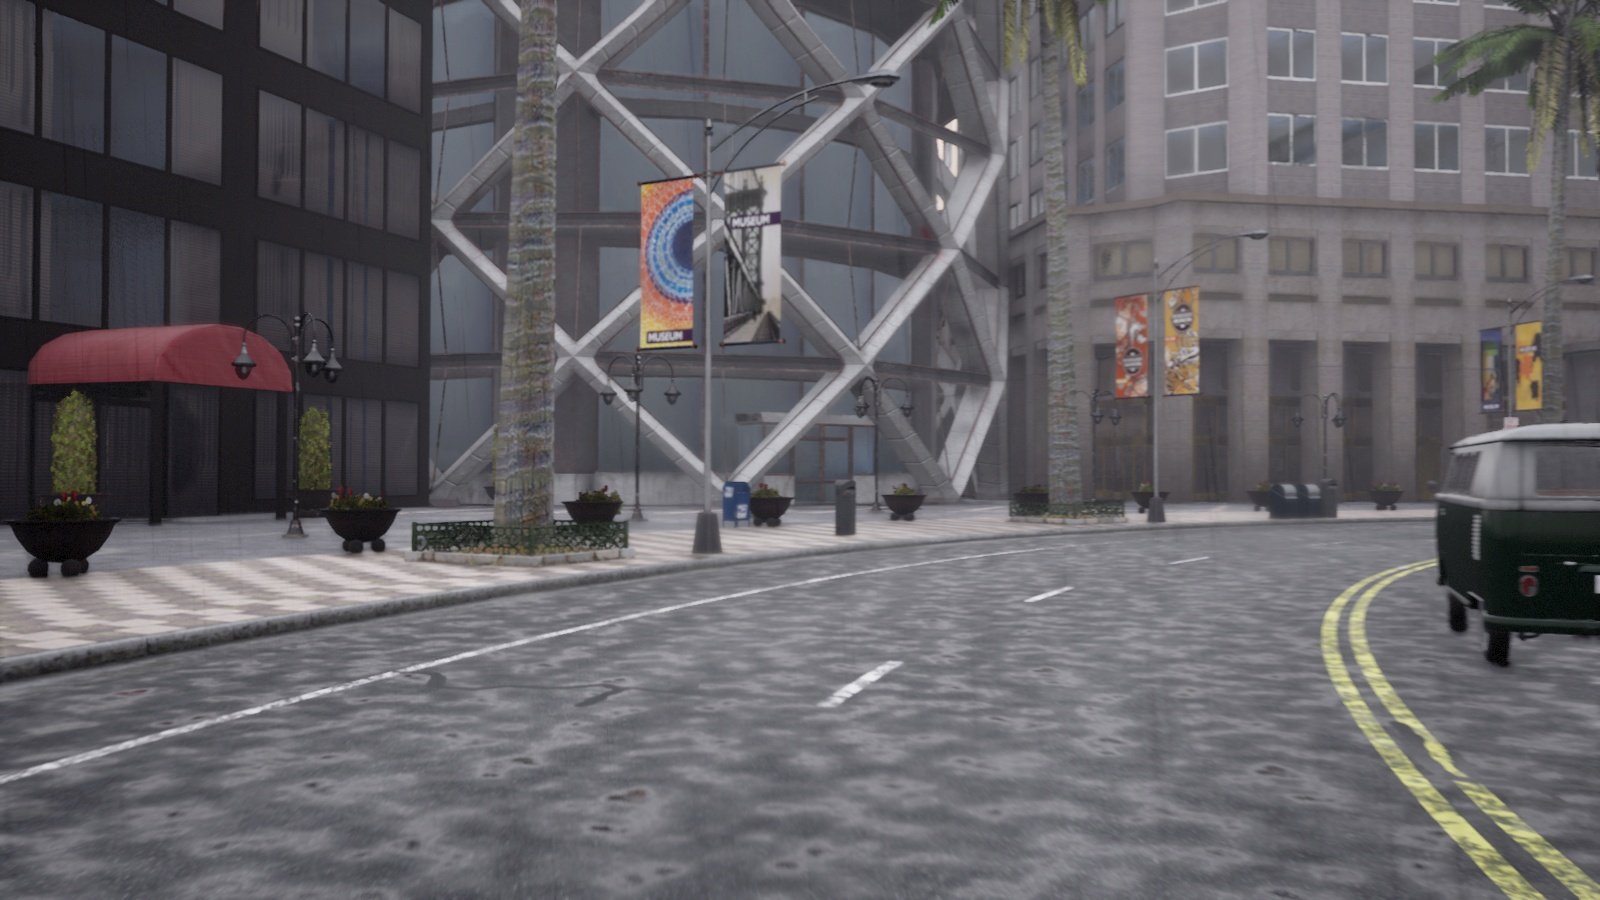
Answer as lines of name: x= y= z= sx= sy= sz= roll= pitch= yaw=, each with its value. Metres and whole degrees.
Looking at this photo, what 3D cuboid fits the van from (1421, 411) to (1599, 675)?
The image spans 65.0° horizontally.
van: x=6.894 y=0.728 z=11.482 sx=1.775 sy=1.987 sz=4.442 roll=-1 pitch=-1 yaw=21
